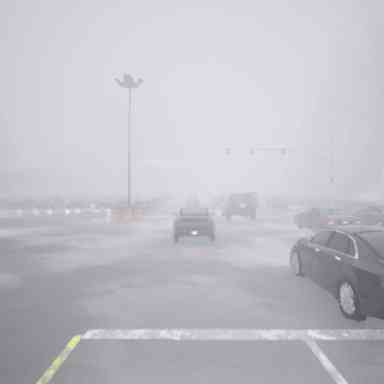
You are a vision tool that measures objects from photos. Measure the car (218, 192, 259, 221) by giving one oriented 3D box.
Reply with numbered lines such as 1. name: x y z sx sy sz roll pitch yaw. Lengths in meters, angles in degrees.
1. car: 3.606 1.098 26.291 2.150 2.045 5.566 0 0 0

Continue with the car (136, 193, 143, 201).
1. car: -10.323 0.994 62.066 1.882 1.535 5.008 0 1 0

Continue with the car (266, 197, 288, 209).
1. car: 10.631 1.311 41.685 2.033 1.411 5.357 0 1 0

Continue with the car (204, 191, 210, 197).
1. car: 3.840 0.605 82.378 1.837 1.490 4.892 0 1 0

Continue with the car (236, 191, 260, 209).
1. car: 7.133 0.975 42.612 2.150 2.045 5.566 0 1 0

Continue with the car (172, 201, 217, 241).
1. car: 0.104 1.431 16.252 1.837 1.490 4.892 0 0 0

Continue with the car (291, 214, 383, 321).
1. car: 3.601 1.472 7.174 1.837 1.490 4.892 0 0 0

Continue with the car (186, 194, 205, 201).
1. car: 0.118 1.327 39.755 2.033 1.411 5.357 0 1 0

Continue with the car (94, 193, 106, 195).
1. car: -13.907 1.022 51.501 2.097 1.767 4.553 0 1 0

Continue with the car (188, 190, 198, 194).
1. car: 0.282 0.495 75.154 2.150 2.045 5.566 0 1 0

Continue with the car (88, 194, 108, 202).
1. car: -17.327 1.073 61.518 2.033 1.411 5.357 0 1 0

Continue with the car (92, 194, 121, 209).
1. car: -10.485 1.293 41.235 1.812 1.442 4.674 0 1 0

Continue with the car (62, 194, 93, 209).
1. car: -13.985 1.331 41.253 1.994 1.385 4.181 0 1 0

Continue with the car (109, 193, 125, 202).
1. car: -13.824 1.024 61.899 1.837 1.490 4.892 0 1 0

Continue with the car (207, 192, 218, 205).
1. car: 3.656 1.215 46.030 2.128 1.511 4.902 0 1 0

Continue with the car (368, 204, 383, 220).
1. car: 10.605 1.418 18.547 1.837 1.490 4.892 0 0 0

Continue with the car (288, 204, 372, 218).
1. car: 7.104 1.464 17.917 2.033 1.411 5.357 0 0 0

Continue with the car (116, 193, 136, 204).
1. car: -10.406 1.146 51.636 1.882 1.535 5.008 0 1 0

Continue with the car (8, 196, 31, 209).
1. car: -20.983 1.242 41.549 1.882 1.535 5.008 0 1 0

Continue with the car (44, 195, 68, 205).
1. car: -20.908 1.235 51.409 1.994 1.385 4.181 0 1 0

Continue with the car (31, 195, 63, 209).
1. car: -17.485 1.118 41.299 2.097 1.767 4.553 0 1 0

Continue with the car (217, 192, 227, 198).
1. car: 7.338 0.710 82.043 1.895 1.301 4.718 0 1 0

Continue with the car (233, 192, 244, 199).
1. car: 10.802 0.740 77.544 1.812 1.442 4.674 0 1 0
